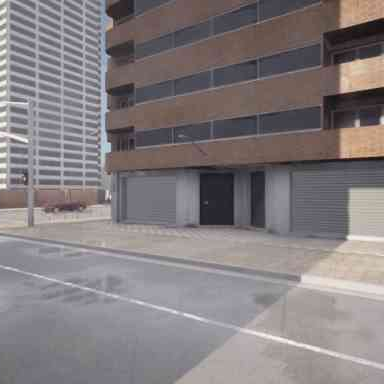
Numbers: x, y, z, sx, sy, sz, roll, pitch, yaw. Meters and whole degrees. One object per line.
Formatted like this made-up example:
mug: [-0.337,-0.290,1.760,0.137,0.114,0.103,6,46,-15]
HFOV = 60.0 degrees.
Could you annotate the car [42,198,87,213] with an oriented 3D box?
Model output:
car: [-14.101,1.478,36.878,1.882,1.535,5.008,0,0,35]
